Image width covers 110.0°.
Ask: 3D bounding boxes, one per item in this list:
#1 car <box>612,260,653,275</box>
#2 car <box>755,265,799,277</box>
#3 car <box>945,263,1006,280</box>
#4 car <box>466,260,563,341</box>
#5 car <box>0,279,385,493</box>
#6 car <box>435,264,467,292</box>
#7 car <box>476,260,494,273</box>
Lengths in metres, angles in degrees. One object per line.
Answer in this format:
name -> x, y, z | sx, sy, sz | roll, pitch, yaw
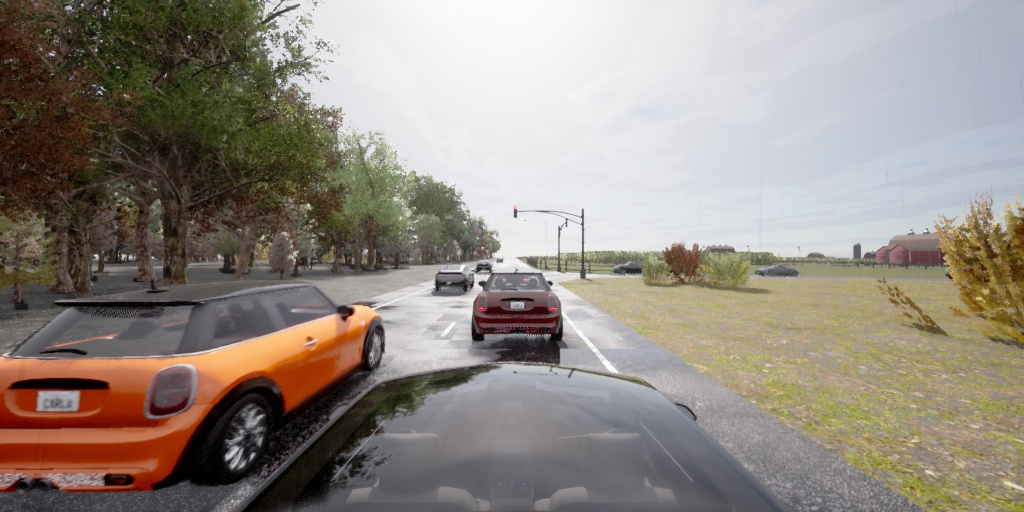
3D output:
car -> 14.049, 1.315, 41.616 | 4.553, 1.767, 2.097 | 1, -1, 3
car -> 30.452, 1.703, 41.326 | 4.181, 1.385, 1.994 | 1, -1, 0
car -> 48.571, 1.768, 37.579 | 4.902, 1.511, 2.128 | 1, -1, 1
car -> 0.110, 1.104, 10.017 | 2.097, 1.767, 4.553 | 0, 0, 0
car -> -3.394, 1.103, 4.805 | 2.097, 1.767, 4.553 | 0, 0, 0
car -> -3.365, 1.246, 21.651 | 2.128, 1.511, 4.902 | 0, 0, 0
car -> -3.325, 1.263, 44.450 | 1.837, 1.490, 4.892 | 0, 0, 0
